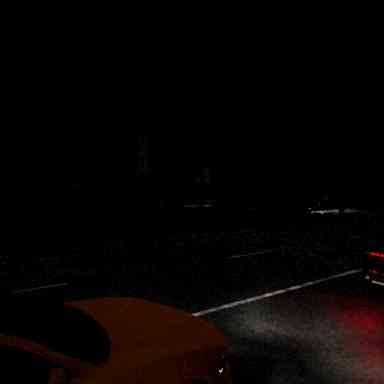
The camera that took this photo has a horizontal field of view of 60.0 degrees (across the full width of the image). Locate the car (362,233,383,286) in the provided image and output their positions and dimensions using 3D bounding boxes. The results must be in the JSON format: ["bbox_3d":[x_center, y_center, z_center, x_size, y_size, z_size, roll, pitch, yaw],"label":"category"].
[{"bbox_3d":[6.021,1.467,8.063,4.892,1.490,1.837,-1,0,-36],"label":"car"}]

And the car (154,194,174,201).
[{"bbox_3d":[-6.316,1.236,74.724,2.128,1.511,4.902,-1,0,-38],"label":"car"}]

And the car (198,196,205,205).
[{"bbox_3d":[1.342,1.364,53.851,1.895,1.301,4.718,-1,0,-39],"label":"car"}]

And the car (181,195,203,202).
[{"bbox_3d":[0.035,1.307,66.948,1.895,1.301,4.718,-1,0,-39],"label":"car"}]

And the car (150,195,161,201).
[{"bbox_3d":[-8.819,1.337,72.253,1.895,1.301,4.718,-1,0,-38],"label":"car"}]

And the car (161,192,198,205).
[{"bbox_3d":[-2.083,1.016,52.522,2.150,2.045,5.566,-1,0,-39],"label":"car"}]

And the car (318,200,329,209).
[{"bbox_3d":[13.435,1.259,38.831,1.837,1.490,4.892,-1,0,-39],"label":"car"}]

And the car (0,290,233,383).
[{"bbox_3d":[-1.913,1.478,2.364,5.008,1.535,1.882,0,0,-36],"label":"car"}]

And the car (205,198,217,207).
[{"bbox_3d":[4.471,1.267,44.377,1.882,1.535,5.008,-1,0,-39],"label":"car"}]

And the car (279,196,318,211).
[{"bbox_3d":[10.622,1.332,36.744,2.033,1.411,5.357,-1,0,-39],"label":"car"}]
